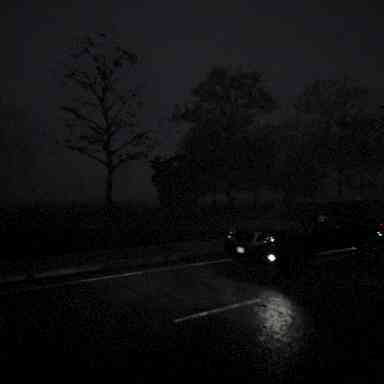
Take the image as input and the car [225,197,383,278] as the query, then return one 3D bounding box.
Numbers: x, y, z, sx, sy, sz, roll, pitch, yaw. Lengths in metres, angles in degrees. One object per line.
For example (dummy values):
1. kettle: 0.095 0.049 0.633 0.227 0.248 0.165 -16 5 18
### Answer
1. car: 3.669 1.208 10.420 5.566 2.045 2.150 0 0 -31
